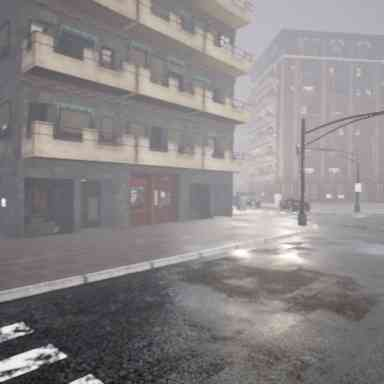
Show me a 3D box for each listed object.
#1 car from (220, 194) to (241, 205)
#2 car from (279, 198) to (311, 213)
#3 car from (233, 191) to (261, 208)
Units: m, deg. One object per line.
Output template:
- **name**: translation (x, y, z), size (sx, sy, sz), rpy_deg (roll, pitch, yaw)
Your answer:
- **car**: translation (5.762, 1.110, 50.759), size (2.128, 1.511, 4.902), rpy_deg (1, 0, -6)
- **car**: translation (10.489, 1.289, 34.046), size (1.812, 1.442, 4.674), rpy_deg (1, 0, -6)
- **car**: translation (6.769, 0.903, 41.009), size (2.150, 2.045, 5.566), rpy_deg (1, 0, -6)
